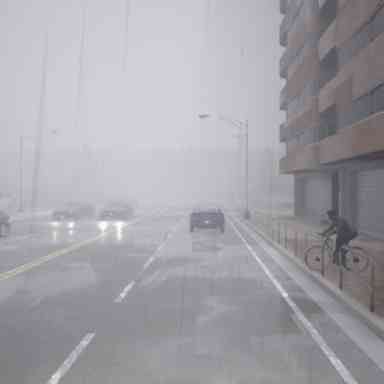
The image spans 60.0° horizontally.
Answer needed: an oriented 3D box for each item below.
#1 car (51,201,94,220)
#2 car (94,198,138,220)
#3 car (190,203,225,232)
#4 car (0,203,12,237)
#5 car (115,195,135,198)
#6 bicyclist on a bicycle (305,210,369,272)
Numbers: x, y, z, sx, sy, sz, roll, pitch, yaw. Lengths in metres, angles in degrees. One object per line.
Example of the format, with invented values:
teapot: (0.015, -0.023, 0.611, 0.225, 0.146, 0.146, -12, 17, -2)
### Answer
car: (-9.419, 1.447, 27.048, 2.033, 1.411, 5.357, 0, 0, 2)
car: (-5.938, 1.468, 26.590, 1.994, 1.385, 4.181, 0, 0, 3)
car: (0.879, 1.407, 19.651, 1.882, 1.535, 5.008, 0, 0, 2)
car: (-10.023, 1.450, 14.733, 1.837, 1.490, 4.892, 0, 0, 3)
car: (-9.972, 1.173, 47.111, 4.553, 1.767, 2.097, 0, 0, 27)
bicyclist on a bicycle: (3.762, 1.286, 8.596, 1.656, 1.620, 0.582, 2, 0, 2)
